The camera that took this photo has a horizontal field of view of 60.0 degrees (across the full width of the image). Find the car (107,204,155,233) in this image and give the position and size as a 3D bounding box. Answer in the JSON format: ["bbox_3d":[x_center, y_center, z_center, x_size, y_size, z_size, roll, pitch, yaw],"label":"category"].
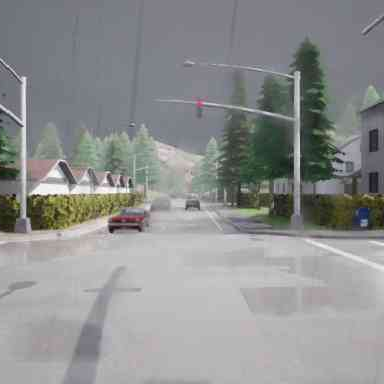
[{"bbox_3d":[-3.597,1.609,19.745,1.895,1.301,4.718,0,0,0],"label":"car"}]

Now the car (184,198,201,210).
[{"bbox_3d":[0.100,1.522,43.302,1.837,1.490,4.892,0,0,0],"label":"car"}]

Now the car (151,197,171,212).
[{"bbox_3d":[-3.579,1.369,38.525,2.097,1.767,4.553,0,0,0],"label":"car"}]
